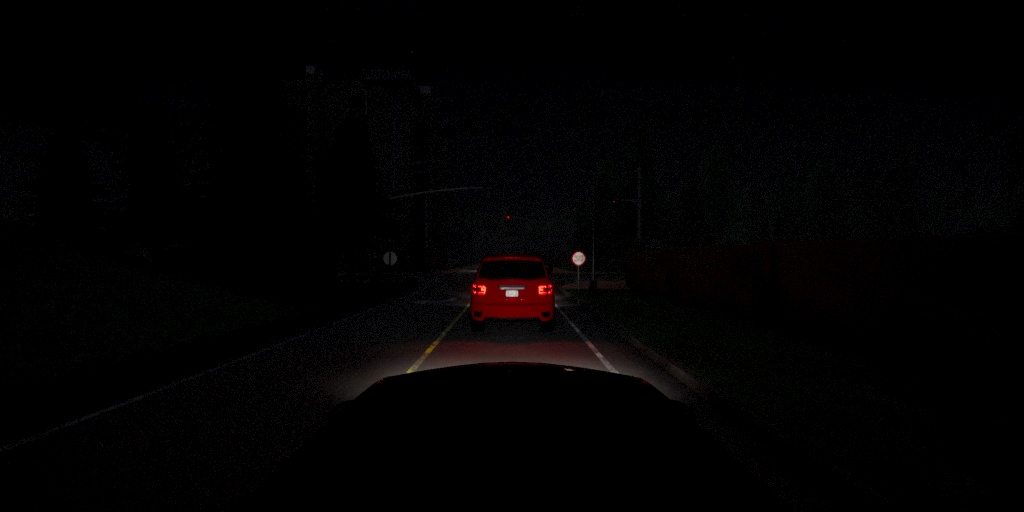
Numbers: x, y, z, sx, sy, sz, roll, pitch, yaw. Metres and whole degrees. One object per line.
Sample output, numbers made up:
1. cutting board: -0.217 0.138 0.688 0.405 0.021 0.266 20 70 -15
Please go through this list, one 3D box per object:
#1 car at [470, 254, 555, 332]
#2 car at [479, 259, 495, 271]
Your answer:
1. car: 0.050 0.969 11.027 2.150 2.045 5.566 0 0 1
2. car: -3.548 1.213 50.859 1.882 1.535 5.008 0 0 0
